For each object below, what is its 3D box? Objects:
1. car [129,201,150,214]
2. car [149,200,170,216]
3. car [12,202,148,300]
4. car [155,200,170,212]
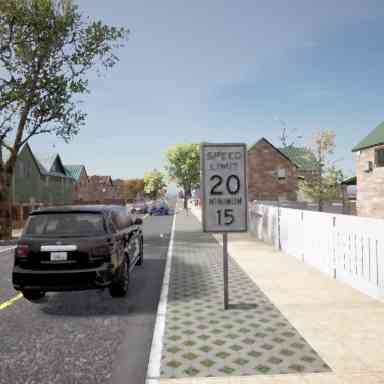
[{"bbox_3d":[-6.856,2.042,43.938,2.128,1.511,4.902,-1,-1,-2],"label":"car"},{"bbox_3d":[-3.868,1.804,39.532,2.097,1.767,4.553,-1,-1,-2],"label":"car"},{"bbox_3d":[-2.614,1.329,8.924,2.150,2.045,5.566,-1,-1,-2],"label":"car"},{"bbox_3d":[-4.353,2.043,49.784,1.882,1.535,5.008,-1,-1,-2],"label":"car"}]
